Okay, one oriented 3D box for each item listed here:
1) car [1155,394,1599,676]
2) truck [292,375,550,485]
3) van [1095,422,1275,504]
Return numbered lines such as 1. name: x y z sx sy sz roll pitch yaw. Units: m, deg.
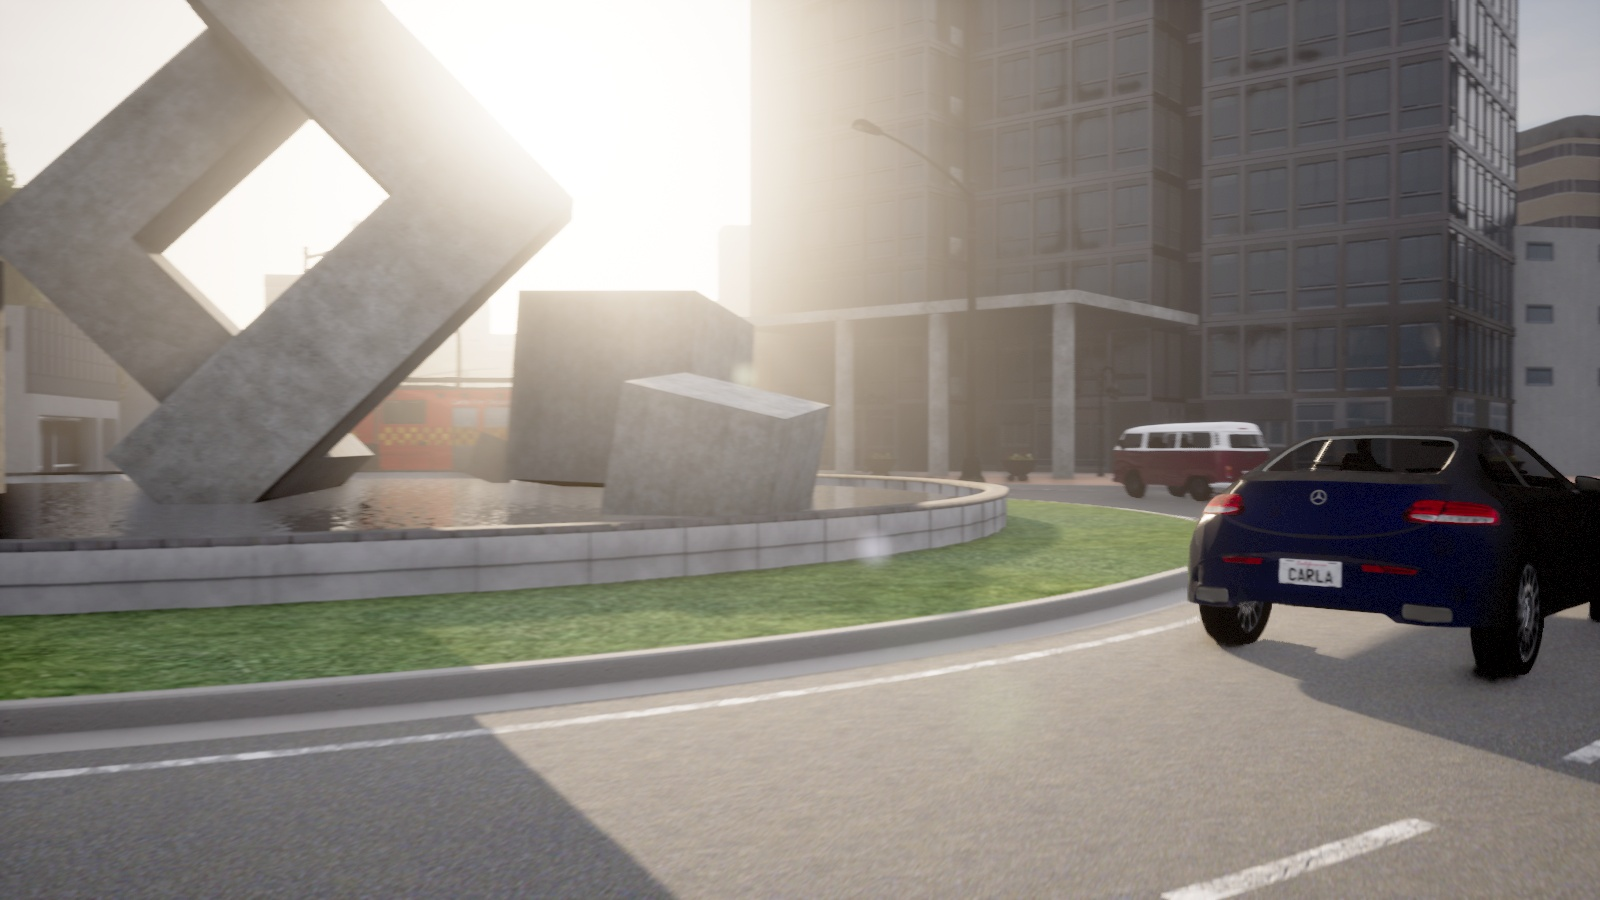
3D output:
1. car: 4.965 0.482 9.920 2.152 1.651 5.027 1 0 42
2. truck: -13.558 -0.709 45.468 8.468 3.827 2.891 0 0 -2
3. van: 10.136 0.309 33.430 2.069 2.038 4.480 0 0 -26
